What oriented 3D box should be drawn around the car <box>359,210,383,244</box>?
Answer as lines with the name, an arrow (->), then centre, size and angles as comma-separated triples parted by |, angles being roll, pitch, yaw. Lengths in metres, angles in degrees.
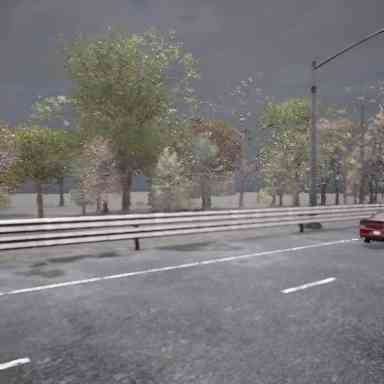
car -> 9.404, 1.490, 14.734 | 5.008, 1.535, 1.882 | 0, 0, -35
